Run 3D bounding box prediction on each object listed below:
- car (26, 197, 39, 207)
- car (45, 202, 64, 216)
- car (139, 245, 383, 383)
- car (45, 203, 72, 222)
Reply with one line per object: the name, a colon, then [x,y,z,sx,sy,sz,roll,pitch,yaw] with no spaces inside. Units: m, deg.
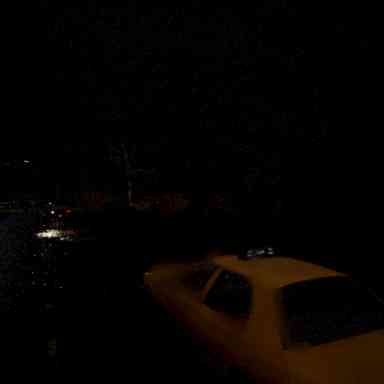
car: [-33.727,2.036,70.539,2.150,2.045,5.566,-1,-1,-25]
car: [-16.270,1.975,39.211,1.994,1.385,4.181,-1,0,-24]
car: [0.721,1.470,4.432,1.801,1.575,5.366,-1,0,-25]
car: [-11.977,1.834,29.957,1.812,1.442,4.674,-1,0,-24]
